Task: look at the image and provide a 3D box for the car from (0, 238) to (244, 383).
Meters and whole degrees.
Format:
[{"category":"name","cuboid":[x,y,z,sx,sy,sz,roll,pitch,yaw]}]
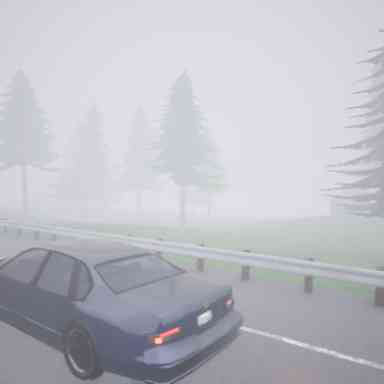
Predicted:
[{"category":"car","cuboid":[-1.858,1.501,5.419,5.357,1.411,2.033,1,0,37]}]
